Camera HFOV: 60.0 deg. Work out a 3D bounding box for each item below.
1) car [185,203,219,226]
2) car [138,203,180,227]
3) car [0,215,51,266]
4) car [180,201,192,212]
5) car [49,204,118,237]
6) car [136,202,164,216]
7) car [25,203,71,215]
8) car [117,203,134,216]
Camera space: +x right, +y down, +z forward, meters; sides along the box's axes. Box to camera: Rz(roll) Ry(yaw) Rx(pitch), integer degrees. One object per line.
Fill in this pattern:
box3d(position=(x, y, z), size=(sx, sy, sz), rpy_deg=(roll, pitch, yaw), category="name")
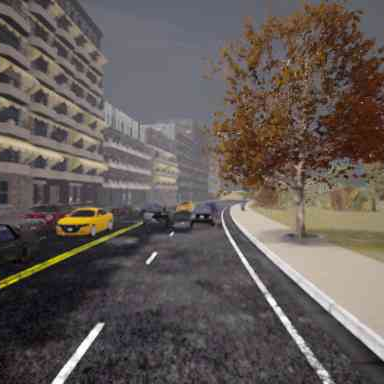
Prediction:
box3d(position=(0.873, 1.801, 25.808), size=(2.033, 1.411, 5.357), rpy_deg=(0, -1, 4), category="car")
box3d(position=(-2.428, 1.733, 25.218), size=(2.128, 1.511, 4.902), rpy_deg=(0, -1, 4), category="car")
box3d(position=(-6.402, 1.626, 9.593), size=(2.033, 1.411, 5.357), rpy_deg=(0, -1, 2), category="car")
box3d(position=(-0.729, 1.941, 44.409), size=(1.882, 1.535, 5.008), rpy_deg=(0, -1, 6), category="car")
box3d(position=(-6.038, 1.650, 19.287), size=(1.882, 1.535, 5.008), rpy_deg=(0, -1, 3), category="car")
box3d(position=(-4.715, 1.934, 38.412), size=(2.033, 1.411, 5.357), rpy_deg=(0, -1, 6), category="car")
box3d(position=(-9.166, 1.544, 21.675), size=(2.097, 1.767, 4.553), rpy_deg=(0, -1, 3), category="car")
box3d(position=(-8.025, 1.938, 37.919), size=(1.994, 1.385, 4.181), rpy_deg=(0, -1, 5), category="car")
